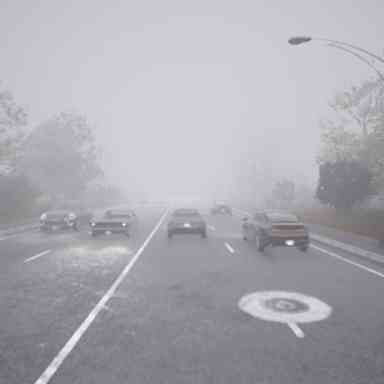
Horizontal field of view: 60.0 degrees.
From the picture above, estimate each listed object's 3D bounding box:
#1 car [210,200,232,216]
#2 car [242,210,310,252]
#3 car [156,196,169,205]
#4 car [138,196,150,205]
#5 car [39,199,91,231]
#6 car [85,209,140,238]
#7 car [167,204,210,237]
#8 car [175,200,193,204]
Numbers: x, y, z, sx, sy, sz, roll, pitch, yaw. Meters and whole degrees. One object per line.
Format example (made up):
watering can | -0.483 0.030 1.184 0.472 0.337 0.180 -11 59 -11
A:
car | 2.743 1.527 32.433 1.812 1.442 4.674 0 0 -2
car | 3.322 1.503 13.915 1.837 1.490 4.892 0 0 -2
car | -5.307 1.539 59.982 1.812 1.442 4.674 0 0 -1
car | -8.842 1.521 61.298 1.837 1.490 4.892 0 0 -1
car | -7.568 1.363 20.491 2.097 1.767 4.553 0 0 -2
car | -3.982 1.608 17.809 1.895 1.301 4.718 0 0 -2
car | -0.298 1.567 17.983 1.994 1.385 4.181 0 0 -2
car | -0.848 1.532 35.556 1.812 1.442 4.674 0 0 -2
